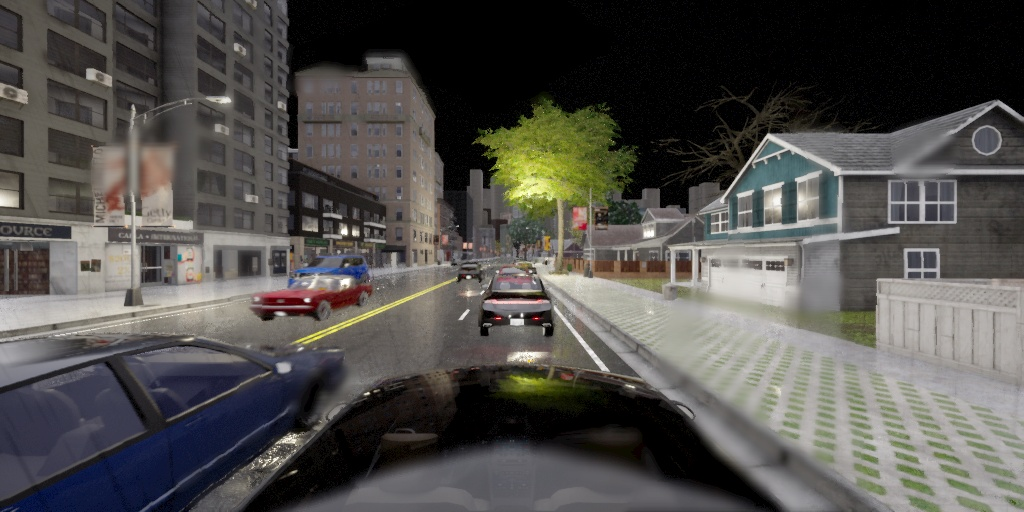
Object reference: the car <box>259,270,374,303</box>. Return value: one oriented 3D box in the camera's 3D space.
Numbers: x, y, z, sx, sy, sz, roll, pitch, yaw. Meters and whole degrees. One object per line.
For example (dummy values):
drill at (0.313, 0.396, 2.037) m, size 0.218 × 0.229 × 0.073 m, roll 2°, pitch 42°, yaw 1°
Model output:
car at (-6.588, 1.347, 12.433) m, size 1.895 × 1.301 × 4.718 m, roll 0°, pitch 0°, yaw 0°

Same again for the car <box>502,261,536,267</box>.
car at (0.119, 1.218, 19.828) m, size 1.882 × 1.535 × 5.008 m, roll 0°, pitch 0°, yaw 0°

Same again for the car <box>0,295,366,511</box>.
car at (-3.149, 1.297, 2.468) m, size 2.033 × 1.411 × 5.357 m, roll 0°, pitch 0°, yaw 0°

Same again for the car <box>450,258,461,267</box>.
car at (-9.741, 1.187, 63.838) m, size 1.837 × 1.490 × 4.892 m, roll 0°, pitch 0°, yaw 1°

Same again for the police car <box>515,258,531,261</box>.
police car at (1.004, 1.155, 29.557) m, size 1.930 × 1.638 × 5.238 m, roll 0°, pitch 0°, yaw 0°

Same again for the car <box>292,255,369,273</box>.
car at (-9.831, 0.962, 19.838) m, size 2.150 × 2.045 × 5.566 m, roll 0°, pitch 0°, yaw 0°

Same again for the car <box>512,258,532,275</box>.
car at (1.013, 1.067, 39.417) m, size 2.097 × 1.767 × 4.553 m, roll 0°, pitch 0°, yaw 0°

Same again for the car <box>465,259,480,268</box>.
car at (-6.524, 1.253, 59.002) m, size 1.994 × 1.385 × 4.181 m, roll 0°, pitch 0°, yaw 0°

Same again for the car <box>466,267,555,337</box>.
car at (0.112, 1.239, 10.324) m, size 2.128 × 1.511 × 4.902 m, roll 0°, pitch 0°, yaw 0°

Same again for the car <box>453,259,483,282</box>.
car at (-3.121, 1.237, 28.231) m, size 1.837 × 1.490 × 4.892 m, roll 0°, pitch 0°, yaw 0°
